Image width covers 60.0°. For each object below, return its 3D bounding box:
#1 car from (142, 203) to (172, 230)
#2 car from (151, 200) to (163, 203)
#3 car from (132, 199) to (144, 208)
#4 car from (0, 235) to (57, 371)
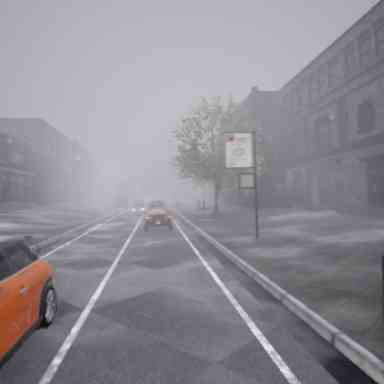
[{"bbox_3d":[-2.419,1.806,23.694,1.812,1.442,4.674,-1,0,-6],"label":"car"},{"bbox_3d":[-4.241,1.728,40.026,2.097,1.767,4.553,-1,0,-6],"label":"car"},{"bbox_3d":[-9.434,2.057,58.778,1.837,1.490,4.892,-1,-1,-6],"label":"car"},{"bbox_3d":[-3.353,1.489,4.169,2.097,1.767,4.553,-1,-1,-6],"label":"car"}]
